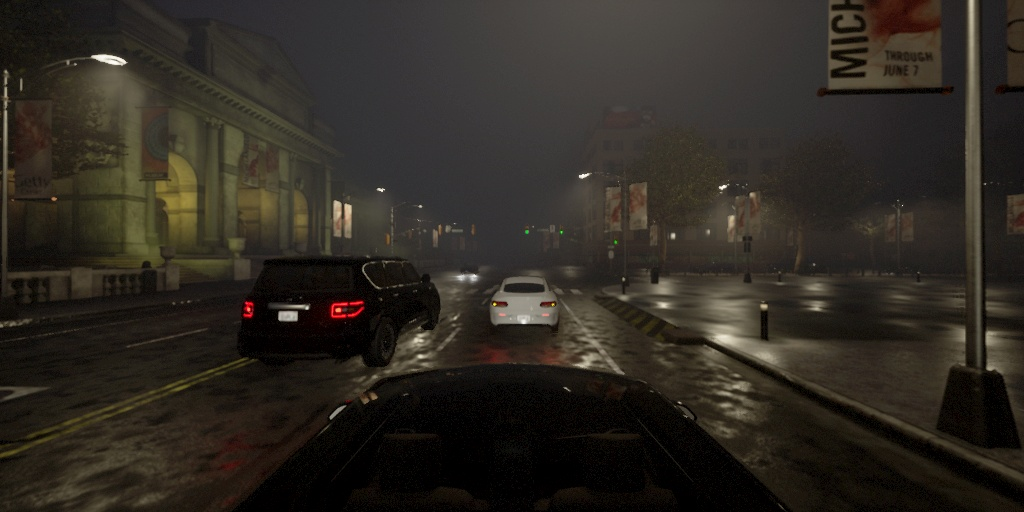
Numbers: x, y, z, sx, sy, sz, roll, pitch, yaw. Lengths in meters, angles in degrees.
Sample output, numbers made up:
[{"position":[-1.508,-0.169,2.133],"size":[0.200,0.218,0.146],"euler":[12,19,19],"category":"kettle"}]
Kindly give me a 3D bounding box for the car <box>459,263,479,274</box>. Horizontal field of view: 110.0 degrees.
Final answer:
[{"position":[-5.277,1.553,44.405],"size":[1.895,1.301,4.718],"euler":[0,0,2],"category":"car"}]

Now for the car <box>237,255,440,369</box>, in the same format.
[{"position":[-3.240,1.002,8.064],"size":[2.150,2.045,5.566],"euler":[0,0,3],"category":"car"}]

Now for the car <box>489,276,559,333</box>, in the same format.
[{"position":[0.390,1.319,10.869],"size":[1.812,1.442,4.674],"euler":[0,0,3],"category":"car"}]

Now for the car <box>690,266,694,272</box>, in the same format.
[{"position":[25.510,1.536,46.717],"size":[4.181,1.385,1.994],"euler":[0,0,2],"category":"car"}]

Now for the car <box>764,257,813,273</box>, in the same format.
[{"position":[35.890,1.197,46.320],"size":[5.566,2.045,2.150],"euler":[0,0,2],"category":"car"}]

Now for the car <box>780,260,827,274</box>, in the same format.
[{"position":[35.126,1.520,42.832],"size":[4.181,1.385,1.994],"euler":[0,0,3],"category":"car"}]

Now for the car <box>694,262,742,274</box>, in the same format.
[{"position":[25.064,1.481,43.244],"size":[4.674,1.442,1.812],"euler":[0,0,2],"category":"car"}]
